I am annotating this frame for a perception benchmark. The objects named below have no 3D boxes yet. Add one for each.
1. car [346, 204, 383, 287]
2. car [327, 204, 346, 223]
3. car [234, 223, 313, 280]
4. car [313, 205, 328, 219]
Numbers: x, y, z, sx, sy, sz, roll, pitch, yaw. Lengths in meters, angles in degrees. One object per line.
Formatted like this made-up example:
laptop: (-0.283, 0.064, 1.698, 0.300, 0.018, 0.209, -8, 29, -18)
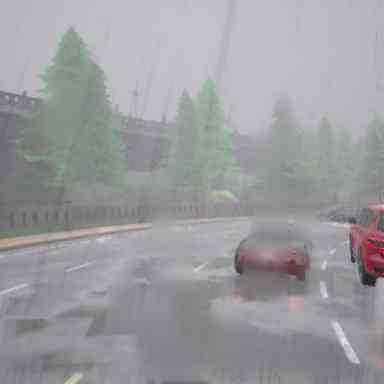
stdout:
car: (5.826, 1.348, 9.440, 2.150, 2.045, 5.566, 0, -1, 21)
car: (13.856, 1.910, 27.991, 4.181, 1.385, 1.994, 1, -1, -28)
car: (2.728, 1.676, 10.583, 1.994, 1.385, 4.181, 0, -1, 22)
car: (13.868, 1.871, 31.900, 4.902, 1.511, 2.128, 1, -1, -24)
